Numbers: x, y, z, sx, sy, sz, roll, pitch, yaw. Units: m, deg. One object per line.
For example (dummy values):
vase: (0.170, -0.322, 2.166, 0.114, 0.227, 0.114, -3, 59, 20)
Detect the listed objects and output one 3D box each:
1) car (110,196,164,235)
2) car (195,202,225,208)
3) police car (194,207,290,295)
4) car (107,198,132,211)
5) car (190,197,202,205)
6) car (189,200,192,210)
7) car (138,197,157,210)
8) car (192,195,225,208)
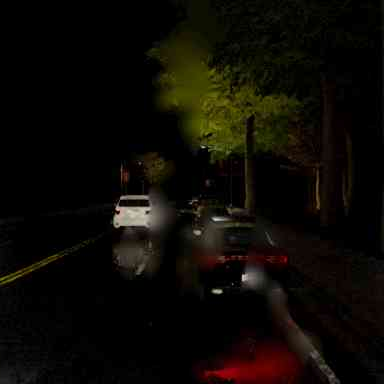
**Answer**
car: (-2.896, 1.227, 19.187, 2.150, 2.045, 5.566, 0, -1, 1)
car: (1.222, 1.515, 18.768, 1.837, 1.490, 4.892, 0, 0, 1)
police car: (1.102, 1.427, 8.878, 1.930, 1.638, 5.238, 0, 0, 1)
car: (-9.303, 1.533, 43.217, 2.128, 1.511, 4.902, 0, 0, 1)
car: (0.765, 1.625, 61.057, 2.033, 1.411, 5.357, 0, 0, 1)
car: (0.587, 1.608, 44.307, 1.994, 1.385, 4.181, 0, 0, 1)
car: (-6.023, 1.523, 45.620, 1.882, 1.535, 5.008, 0, 0, 1)
car: (1.297, 1.242, 24.798, 2.150, 2.045, 5.566, 0, 0, 1)
